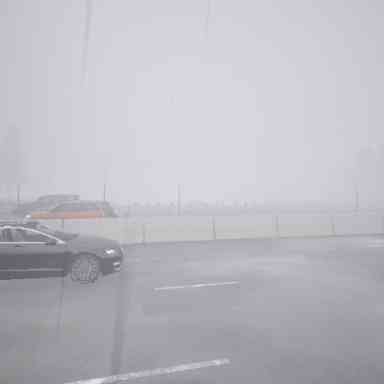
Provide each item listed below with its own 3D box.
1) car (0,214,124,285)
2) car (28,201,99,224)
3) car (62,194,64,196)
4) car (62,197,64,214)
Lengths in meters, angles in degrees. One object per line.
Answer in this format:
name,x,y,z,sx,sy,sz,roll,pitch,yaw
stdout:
car,-4.236,1.492,8.397,4.902,1.511,2.128,0,0,-17
car,-9.599,1.491,25.269,4.902,1.511,2.128,0,0,-17
car,-12.056,1.221,28.189,5.566,2.045,2.150,0,0,-17
car,-7.074,1.352,18.717,4.553,1.767,2.097,0,0,-17
